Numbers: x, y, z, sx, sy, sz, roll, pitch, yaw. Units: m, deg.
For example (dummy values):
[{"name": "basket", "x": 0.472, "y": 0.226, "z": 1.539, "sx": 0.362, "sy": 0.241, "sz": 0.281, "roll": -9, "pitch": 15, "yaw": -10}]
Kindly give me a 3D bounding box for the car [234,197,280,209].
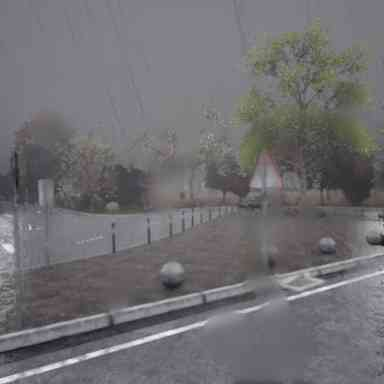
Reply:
[{"name": "car", "x": 7.917, "y": 1.329, "z": 40.292, "sx": 5.357, "sy": 1.411, "sz": 2.033, "roll": 0, "pitch": 1, "yaw": -9}]
